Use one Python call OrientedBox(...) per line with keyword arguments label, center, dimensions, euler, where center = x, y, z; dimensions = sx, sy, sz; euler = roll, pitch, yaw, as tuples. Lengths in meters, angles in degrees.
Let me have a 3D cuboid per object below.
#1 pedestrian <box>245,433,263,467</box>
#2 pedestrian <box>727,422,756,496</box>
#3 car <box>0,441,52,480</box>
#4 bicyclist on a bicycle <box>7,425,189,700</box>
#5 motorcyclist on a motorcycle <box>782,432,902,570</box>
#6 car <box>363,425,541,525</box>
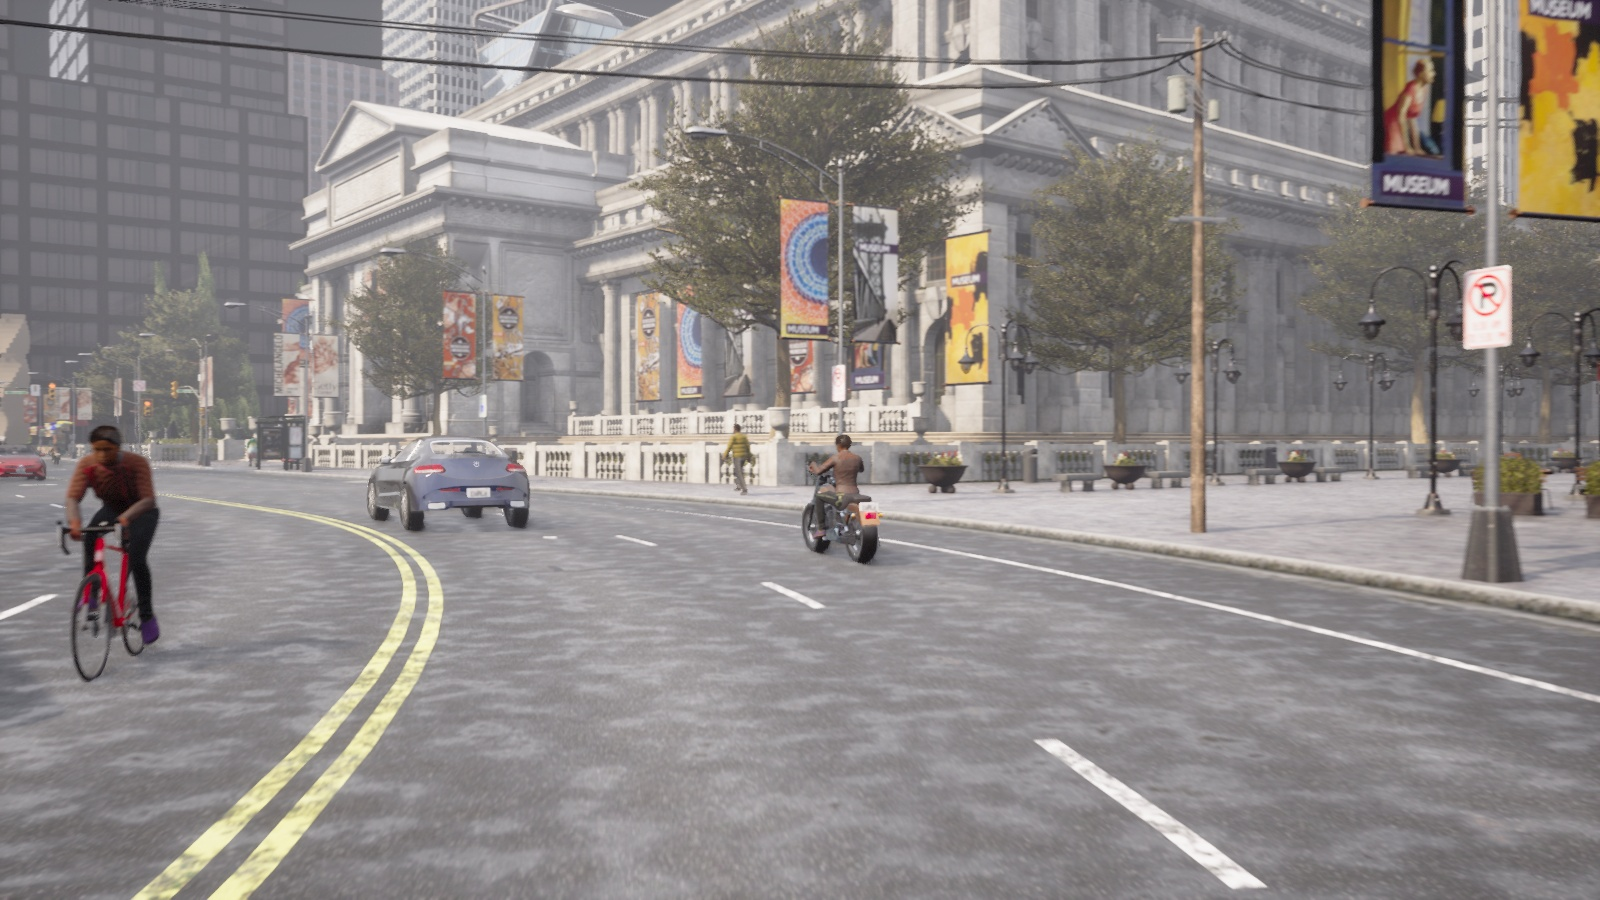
OrientedBox(label="pedestrian", center=(-31.701, -0.009, 72.857), dimensions=(0.873, 1.952, 0.659), euler=(0, 0, 44))
OrientedBox(label="pedestrian", center=(-1.490, 0.223, 31.931), dimensions=(0.431, 1.840, 0.709), euler=(0, 0, -34))
OrientedBox(label="car", center=(-32.319, 0.400, 51.771), dimensions=(2.007, 1.525, 4.514), euler=(0, 0, -38))
OrientedBox(label="bicyclist on a bicycle", center=(-4.558, 0.653, 8.269), dimensions=(0.582, 1.620, 1.656), euler=(0, 1, -13))
OrientedBox(label="motorcyclist on a motorcycle", center=(0.495, 0.605, 16.234), dimensions=(0.766, 1.649, 2.350), euler=(0, 0, -19))
OrientedBox(label="car", center=(-6.598, 0.393, 23.381), dimensions=(2.152, 1.651, 5.027), euler=(0, 0, -28))
